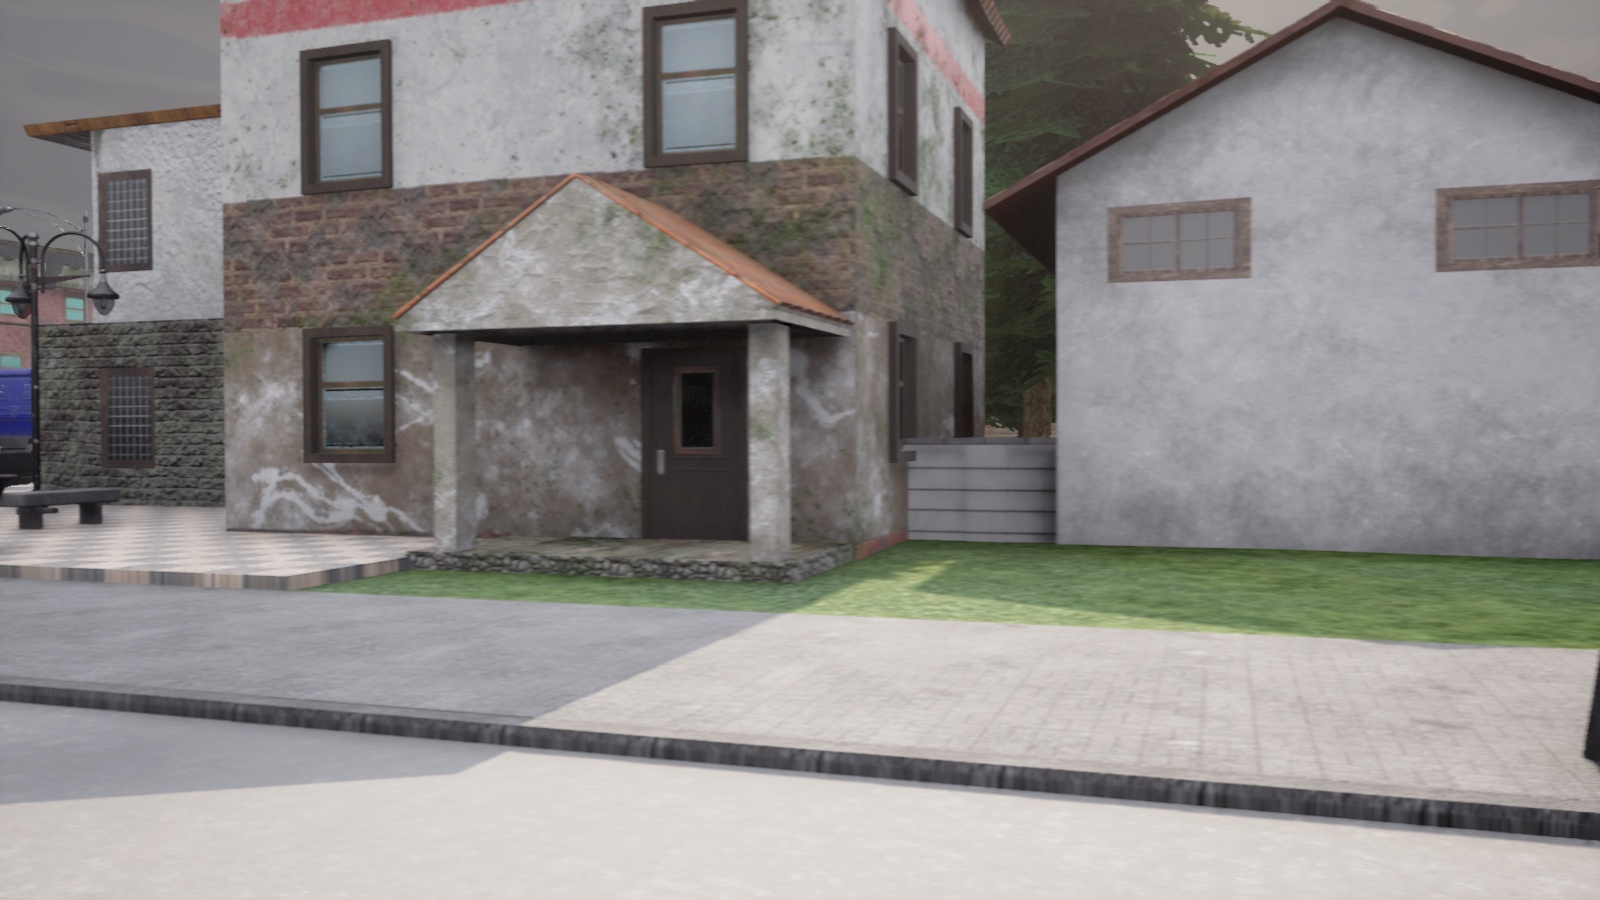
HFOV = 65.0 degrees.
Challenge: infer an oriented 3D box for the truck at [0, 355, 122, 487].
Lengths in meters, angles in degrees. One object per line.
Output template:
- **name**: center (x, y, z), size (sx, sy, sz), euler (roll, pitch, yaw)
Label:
- **truck**: center (-22.381, -0.771, 33.220), size (2.891, 3.462, 7.936), euler (1, 1, 19)
